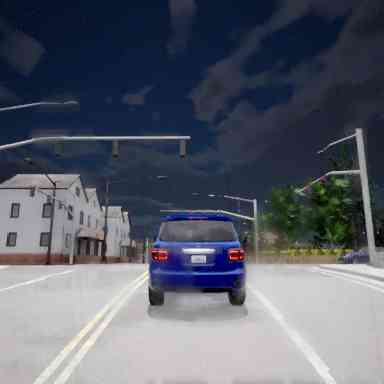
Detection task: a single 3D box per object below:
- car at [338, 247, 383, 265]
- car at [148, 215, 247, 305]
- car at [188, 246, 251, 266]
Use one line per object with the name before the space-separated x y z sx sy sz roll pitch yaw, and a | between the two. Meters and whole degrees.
car | 15.422 5.656 29.593 4.553 1.767 2.097 0 -12 1
car | 0.077 1.760 9.288 2.150 2.045 5.566 0 -7 -1
car | 2.212 5.407 27.970 5.008 1.535 1.882 -8 -14 35
